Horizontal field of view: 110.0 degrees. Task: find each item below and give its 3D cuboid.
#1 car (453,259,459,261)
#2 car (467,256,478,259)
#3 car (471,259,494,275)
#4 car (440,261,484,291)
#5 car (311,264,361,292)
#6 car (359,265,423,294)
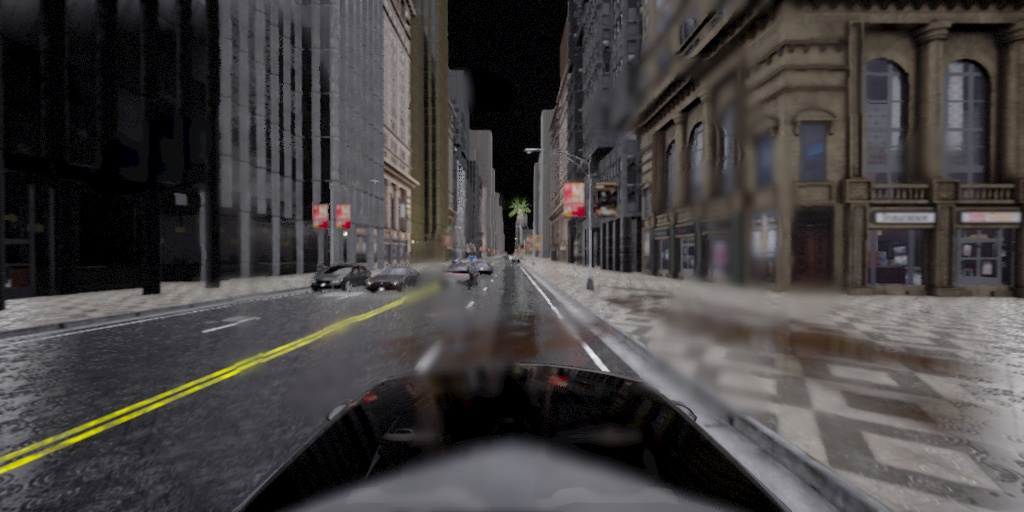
[{"bbox_3d":[-9.767,1.290,62.467,1.994,1.385,4.181,0,0,1],"label":"car"},{"bbox_3d":[-6.510,1.254,61.969,1.812,1.442,4.674,0,0,1],"label":"car"},{"bbox_3d":[-3.138,1.313,39.442,1.994,1.385,4.181,0,0,0],"label":"car"},{"bbox_3d":[-3.144,1.243,22.068,2.128,1.511,4.902,0,0,0],"label":"car"},{"bbox_3d":[-9.844,1.256,21.121,1.837,1.490,4.892,0,0,0],"label":"car"},{"bbox_3d":[-6.595,1.299,20.793,2.033,1.411,5.357,0,0,0],"label":"car"}]
